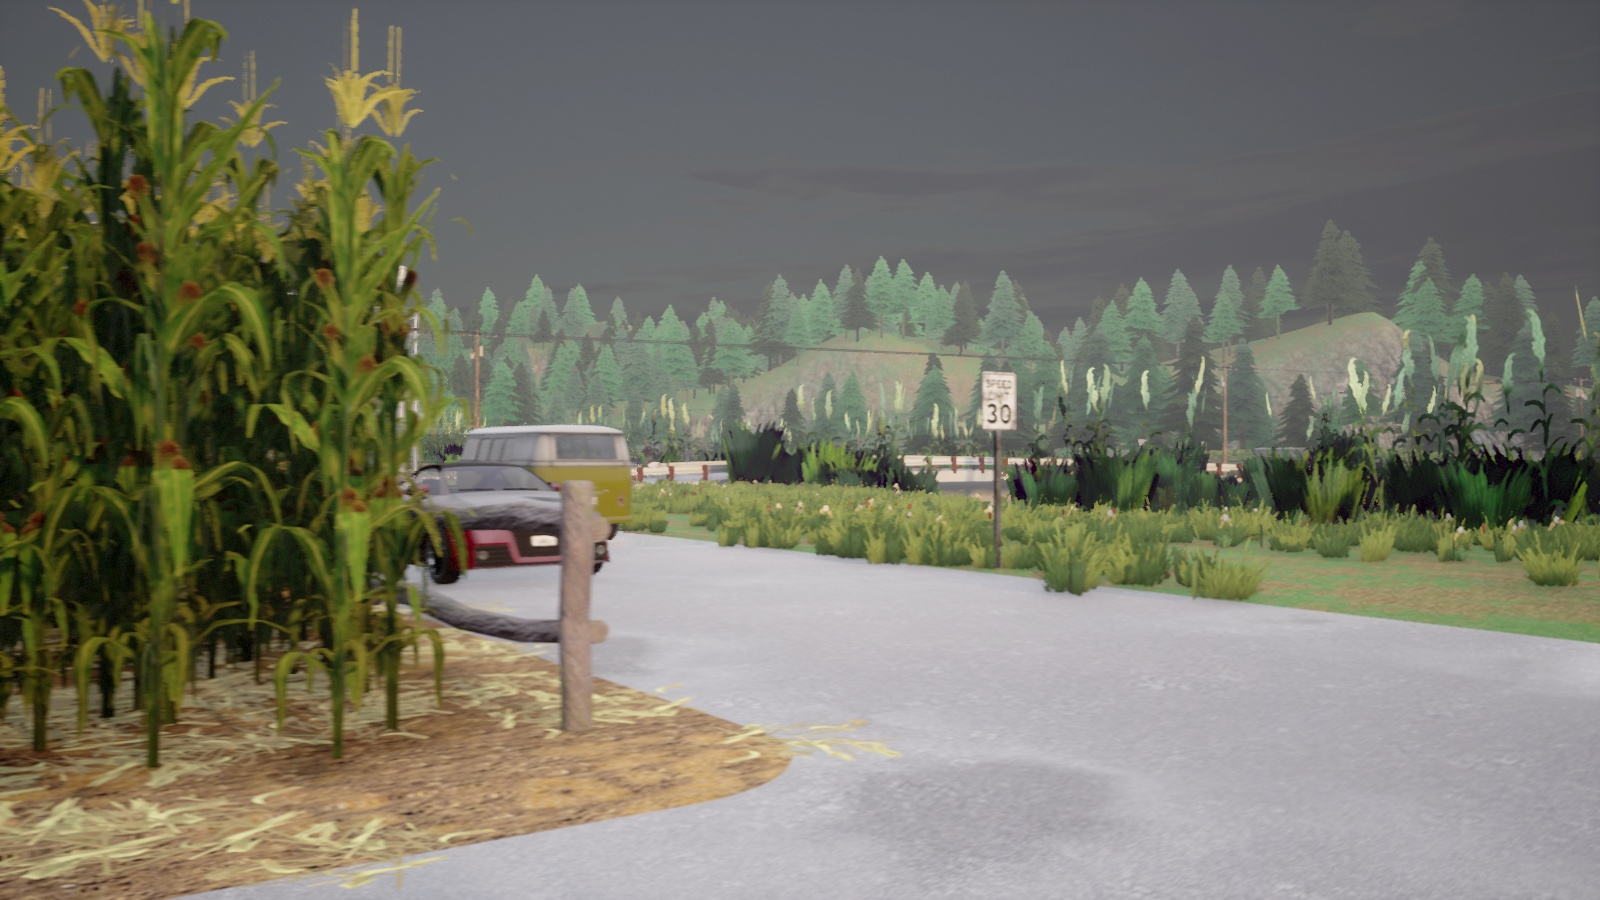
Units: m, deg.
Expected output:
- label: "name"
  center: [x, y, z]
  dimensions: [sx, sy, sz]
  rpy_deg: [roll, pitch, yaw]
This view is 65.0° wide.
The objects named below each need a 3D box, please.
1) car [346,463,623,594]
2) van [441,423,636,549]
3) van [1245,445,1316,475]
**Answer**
- label: "car"
  center: [-4.099, 0.868, 15.809]
  dimensions: [1.994, 1.385, 4.181]
  rpy_deg: [0, 0, -35]
- label: "van"
  center: [-4.711, 0.577, 22.141]
  dimensions: [1.775, 1.987, 4.442]
  rpy_deg: [0, 0, -35]
- label: "van"
  center: [32.894, 0.684, 86.024]
  dimensions: [1.775, 1.987, 4.442]
  rpy_deg: [0, 0, -29]
